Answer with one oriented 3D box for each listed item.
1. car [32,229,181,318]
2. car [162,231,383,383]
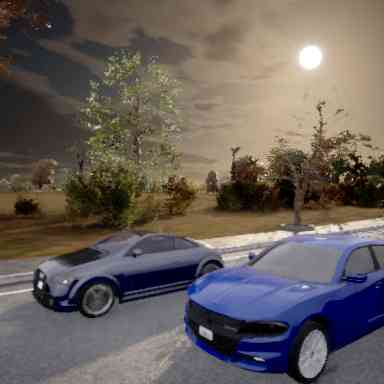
[{"bbox_3d":[-1.245,1.570,7.458,4.181,1.385,1.994,0,0,-36],"label":"car"},{"bbox_3d":[2.176,1.482,5.613,5.008,1.535,1.882,0,0,-37],"label":"car"}]
